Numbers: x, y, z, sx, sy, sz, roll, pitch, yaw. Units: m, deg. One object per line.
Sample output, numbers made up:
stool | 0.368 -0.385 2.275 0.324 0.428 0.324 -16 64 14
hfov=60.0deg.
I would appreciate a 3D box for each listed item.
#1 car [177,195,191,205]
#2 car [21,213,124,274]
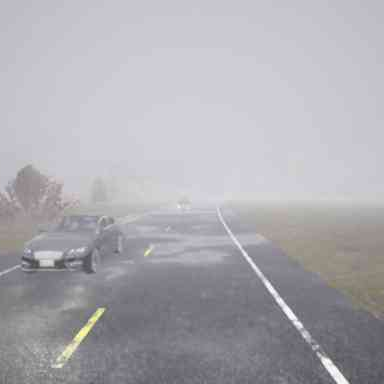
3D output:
car | -1.216 1.321 52.986 1.837 1.490 4.892 0 0 5
car | -3.471 1.452 10.515 2.128 1.511 4.902 0 0 1
